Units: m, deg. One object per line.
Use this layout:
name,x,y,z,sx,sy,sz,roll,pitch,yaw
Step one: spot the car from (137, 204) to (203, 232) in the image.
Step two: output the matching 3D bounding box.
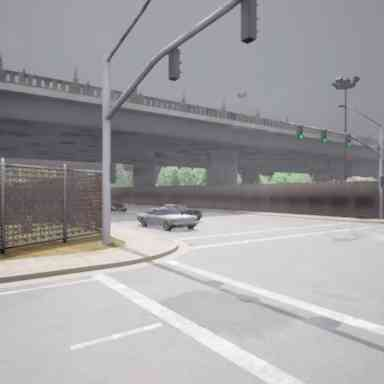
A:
car,-1.632,1.648,20.998,1.895,1.301,4.718,0,0,-36

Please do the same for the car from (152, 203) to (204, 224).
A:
car,-1.204,1.646,26.420,1.895,1.301,4.718,0,0,-36

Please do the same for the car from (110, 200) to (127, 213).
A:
car,-8.870,1.607,37.159,1.994,1.385,4.181,0,0,-35
